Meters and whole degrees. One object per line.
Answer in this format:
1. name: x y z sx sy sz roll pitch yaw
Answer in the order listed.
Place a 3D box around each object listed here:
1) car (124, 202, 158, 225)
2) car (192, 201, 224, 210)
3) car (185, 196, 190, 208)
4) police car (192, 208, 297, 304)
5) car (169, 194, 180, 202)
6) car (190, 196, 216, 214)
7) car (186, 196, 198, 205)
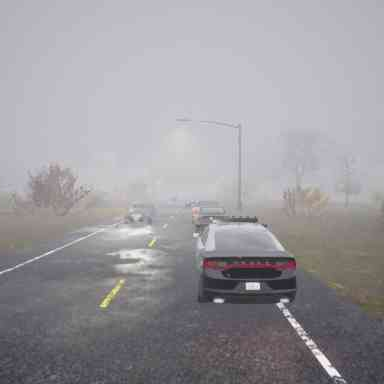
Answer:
1. car: -3.595 1.464 23.970 2.128 1.511 4.902 0 0 0
2. car: 1.054 1.488 18.225 1.837 1.490 4.892 0 0 0
3. car: 0.040 1.525 45.475 1.895 1.301 4.718 0 0 0
4. police car: 1.052 1.419 8.334 1.930 1.638 5.238 0 0 0
5. car: -3.625 1.194 69.199 2.097 1.767 4.553 0 0 -1
6. car: 1.055 1.324 24.197 2.097 1.767 4.553 0 0 0
7. car: 0.007 1.431 58.620 2.033 1.411 5.357 0 0 0
